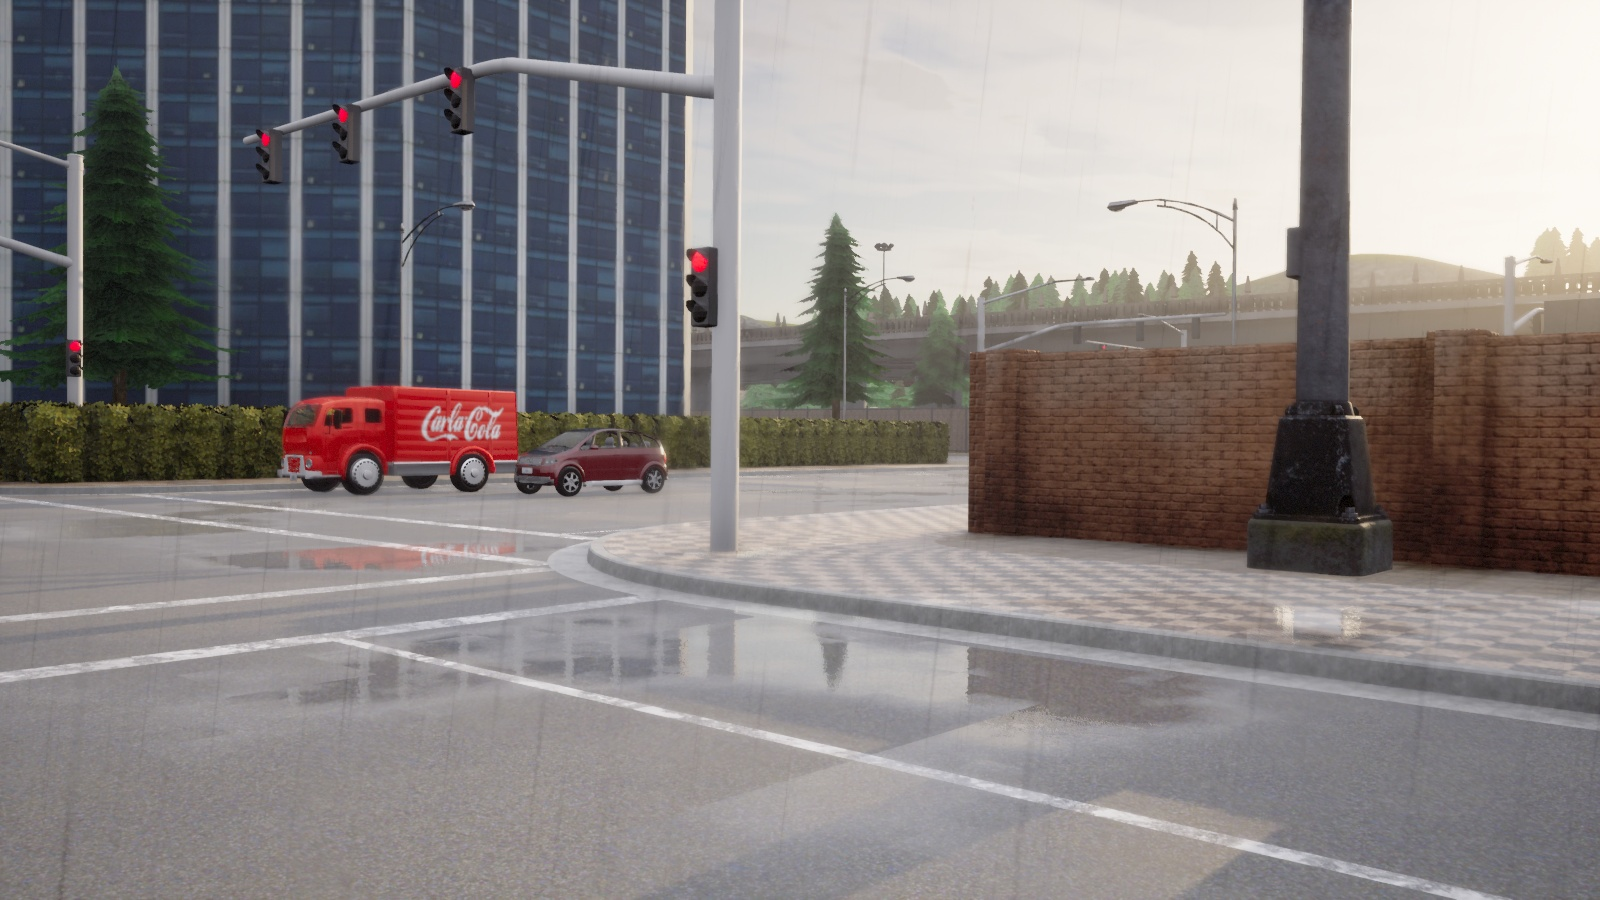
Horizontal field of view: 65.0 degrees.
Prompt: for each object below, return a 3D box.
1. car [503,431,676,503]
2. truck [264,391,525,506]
[{"bbox_3d":[-4.882,0.352,29.483,1.789,1.549,3.705,0,1,41],"label":"car"},{"bbox_3d":[-9.437,-0.074,29.588,2.627,2.467,5.204,0,1,41],"label":"truck"}]
